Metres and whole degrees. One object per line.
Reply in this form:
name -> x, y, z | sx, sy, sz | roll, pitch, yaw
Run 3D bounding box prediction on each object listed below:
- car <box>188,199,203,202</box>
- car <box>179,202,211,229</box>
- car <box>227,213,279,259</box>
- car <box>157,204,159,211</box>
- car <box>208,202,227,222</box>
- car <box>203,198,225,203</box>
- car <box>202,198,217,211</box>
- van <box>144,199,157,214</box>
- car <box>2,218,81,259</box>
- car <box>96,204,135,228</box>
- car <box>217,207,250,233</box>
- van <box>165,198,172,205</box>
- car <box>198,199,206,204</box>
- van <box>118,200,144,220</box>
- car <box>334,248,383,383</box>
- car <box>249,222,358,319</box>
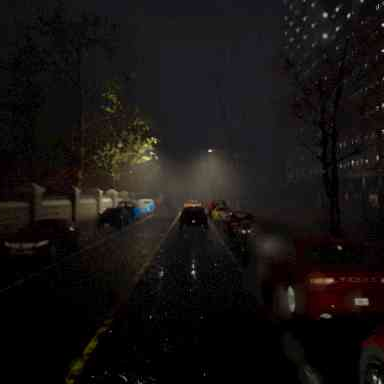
car -> 0.098, 1.832, 41.722 | 2.097, 1.767, 4.553 | 0, -1, 0
car -> 0.101, 1.750, 23.914 | 1.882, 1.535, 5.008 | 0, 0, 0
car -> 2.688, 1.715, 13.138 | 1.947, 1.339, 4.313 | 0, -1, 0
car -> -5.694, 2.086, 46.930 | 1.887, 1.381, 4.507 | 0, -1, 0
car -> 2.687, 1.870, 30.204 | 1.752, 1.417, 4.829 | 0, -1, 0
car -> 2.687, 1.723, 35.669 | 2.192, 1.841, 5.009 | 0, -1, 0
car -> 2.685, 1.926, 52.565 | 2.192, 1.841, 5.009 | 0, -1, 0
van -> -5.694, 1.815, 41.300 | 1.690, 1.788, 3.998 | 0, -1, 0
car -> -5.692, 1.731, 13.137 | 1.802, 1.307, 4.206 | 0, -1, 0
car -> -5.693, 1.844, 24.402 | 1.947, 1.339, 4.313 | 0, -1, 0
car -> 2.688, 1.759, 18.770 | 1.887, 1.381, 4.507 | 0, -1, 0
van -> -5.697, 2.310, 80.720 | 1.690, 1.788, 3.998 | 0, -1, 0
car -> 2.683, 2.685, 91.983 | 1.947, 1.339, 4.313 | 0, -1, 0
van -> -5.693, 1.684, 30.036 | 1.690, 1.788, 3.998 | 0, -1, 0
car -> 2.689, 1.462, 1.876 | 1.967, 1.590, 4.097 | 0, -1, 0
car -> 2.688, 1.630, 7.506 | 1.887, 1.381, 4.507 | 0, -1, 0
